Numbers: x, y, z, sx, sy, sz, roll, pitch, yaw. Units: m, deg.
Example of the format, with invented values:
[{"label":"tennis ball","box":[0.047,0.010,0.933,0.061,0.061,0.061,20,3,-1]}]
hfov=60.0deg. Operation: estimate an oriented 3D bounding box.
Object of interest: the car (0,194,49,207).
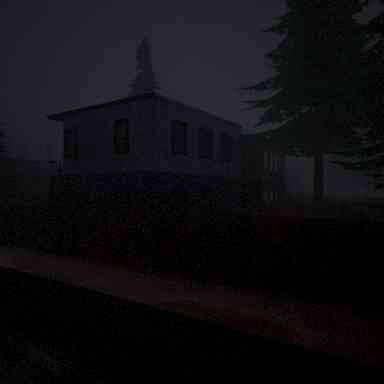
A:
[{"label":"car","box":[-14.753,1.202,29.594,2.150,2.045,5.566,0,0,27]}]
